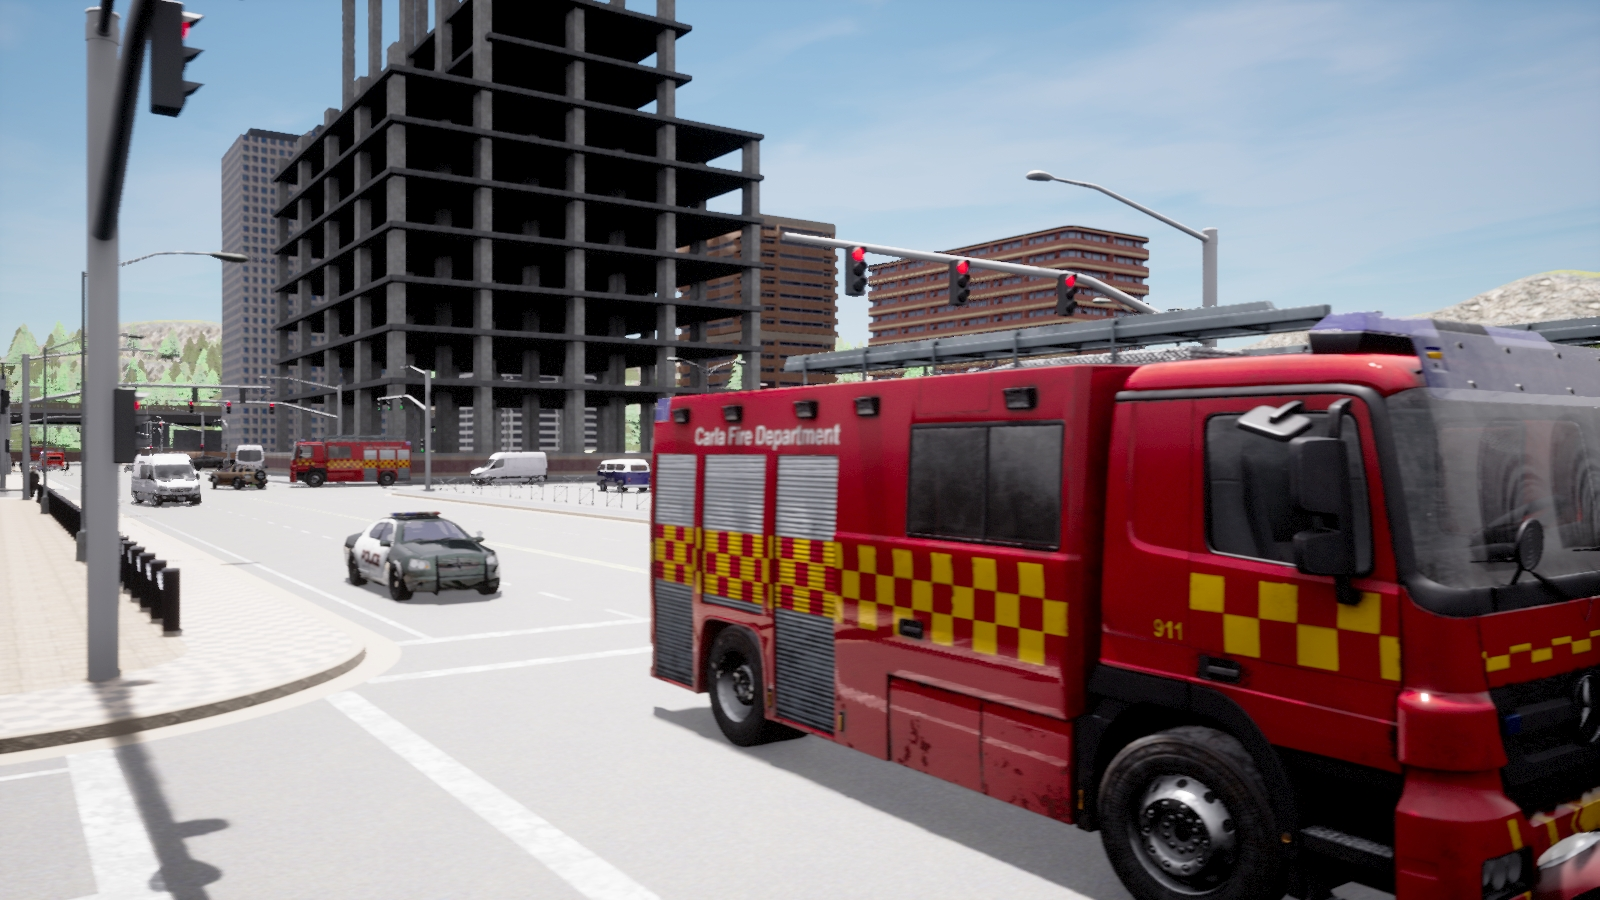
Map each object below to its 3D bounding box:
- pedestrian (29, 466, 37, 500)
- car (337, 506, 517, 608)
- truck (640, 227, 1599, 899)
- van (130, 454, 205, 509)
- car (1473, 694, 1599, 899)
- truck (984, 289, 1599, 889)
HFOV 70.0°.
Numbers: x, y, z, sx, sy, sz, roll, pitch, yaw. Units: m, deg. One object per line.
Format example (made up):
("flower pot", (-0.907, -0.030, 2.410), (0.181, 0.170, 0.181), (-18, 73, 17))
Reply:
("pedestrian", (-42.433, 1.802, 63.212), (0.375, 1.860, 0.375), (0, 0, -36))
("car", (-7.589, 2.035, 22.919), (2.038, 1.542, 4.974), (0, 0, -35))
("truck", (1.872, 0.888, 9.551), (2.891, 3.827, 8.468), (0, 0, -34))
("van", (-32.187, 1.530, 58.016), (1.988, 2.561, 5.915), (-1, 1, -42))
("car", (5.091, 2.062, 4.442), (1.970, 1.475, 3.806), (0, 0, -27))
("truck", (5.350, 0.887, 9.933), (2.891, 3.827, 8.468), (0, 0, -28))
